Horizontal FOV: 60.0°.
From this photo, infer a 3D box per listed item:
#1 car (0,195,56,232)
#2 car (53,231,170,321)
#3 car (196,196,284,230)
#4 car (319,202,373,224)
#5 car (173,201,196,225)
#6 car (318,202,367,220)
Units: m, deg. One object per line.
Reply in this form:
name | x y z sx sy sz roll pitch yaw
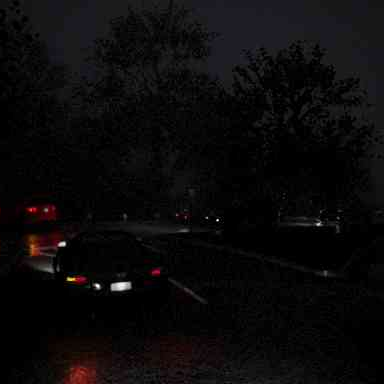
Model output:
car | -10.861 1.211 20.100 5.566 2.045 2.150 -2 -1 22
car | -1.982 1.564 7.481 1.994 1.385 4.181 0 0 -23
car | 3.435 1.282 21.861 5.566 2.045 2.150 1 0 -25
car | 12.250 1.545 26.496 4.553 1.767 2.097 1 -1 -30
car | 1.409 1.277 24.364 5.566 2.045 2.150 1 0 -27
car | 14.169 1.765 31.307 4.892 1.490 1.837 1 0 -33
